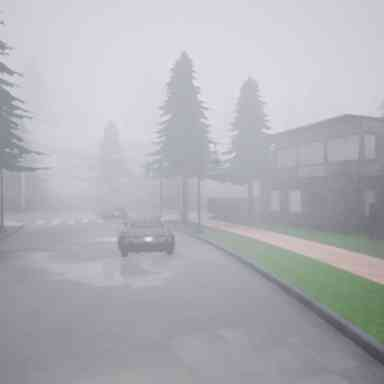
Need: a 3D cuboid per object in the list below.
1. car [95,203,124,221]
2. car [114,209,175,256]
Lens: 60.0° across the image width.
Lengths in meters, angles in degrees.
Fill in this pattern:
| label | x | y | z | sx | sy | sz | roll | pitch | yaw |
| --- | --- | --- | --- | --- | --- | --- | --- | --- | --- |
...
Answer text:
| label | x | y | z | sx | sy | sz | roll | pitch | yaw |
| --- | --- | --- | --- | --- | --- | --- | --- | --- | --- |
| car | -6.745 | 1.584 | 27.712 | 1.994 | 1.385 | 4.181 | 0 | 1 | -26 |
| car | -1.951 | 1.581 | 13.325 | 1.994 | 1.385 | 4.181 | 0 | 0 | -14 |
